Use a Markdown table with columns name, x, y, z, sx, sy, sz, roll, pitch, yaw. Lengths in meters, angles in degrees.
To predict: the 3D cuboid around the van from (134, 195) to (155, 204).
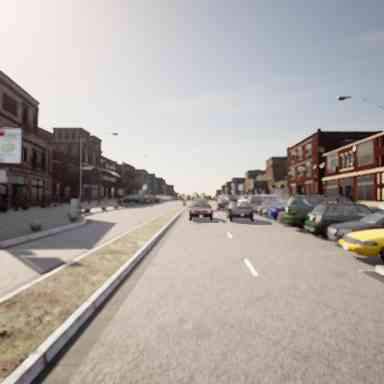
| name | x | y | z | sx | sy | sz | roll | pitch | yaw |
| --- | --- | --- | --- | --- | --- | --- | --- | --- | --- |
| van | -11.027 | 1.703 | 77.633 | 4.442 | 1.987 | 1.878 | 0 | -1 | 2 |

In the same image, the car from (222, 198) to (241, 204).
| name | x | y | z | sx | sy | sz | roll | pitch | yaw |
| --- | --- | --- | --- | --- | --- | --- | --- | --- | --- |
| car | 9.739 | 2.140 | 82.502 | 4.674 | 1.452 | 2.002 | 0 | 0 | 1 |

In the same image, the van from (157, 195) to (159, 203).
| name | x | y | z | sx | sy | sz | roll | pitch | yaw |
| --- | --- | --- | --- | --- | --- | --- | --- | --- | --- |
| van | -10.949 | 1.727 | 80.286 | 4.442 | 1.987 | 1.878 | 0 | 0 | 2 |

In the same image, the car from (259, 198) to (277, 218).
| name | x | y | z | sx | sy | sz | roll | pitch | yaw |
| --- | --- | --- | --- | --- | --- | --- | --- | --- | --- |
| car | 8.331 | 1.485 | 27.376 | 4.892 | 1.521 | 2.231 | 0 | 0 | 1 |

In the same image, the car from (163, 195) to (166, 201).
| name | x | y | z | sx | sy | sz | roll | pitch | yaw |
| --- | --- | --- | --- | --- | --- | --- | --- | --- | --- |
| car | -10.520 | 2.039 | 91.394 | 5.008 | 1.535 | 2.097 | 0 | 0 | 2 |

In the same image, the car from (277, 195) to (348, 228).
| name | x | y | z | sx | sy | sz | roll | pitch | yaw |
| --- | --- | --- | --- | --- | --- | --- | --- | --- | --- |
| car | 8.142 | 1.212 | 19.110 | 5.566 | 2.045 | 2.435 | 0 | 0 | 1 |

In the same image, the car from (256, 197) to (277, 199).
| name | x | y | z | sx | sy | sz | roll | pitch | yaw |
| --- | --- | --- | --- | --- | --- | --- | --- | --- | --- |
| car | 8.402 | 1.500 | 30.132 | 4.892 | 1.521 | 2.231 | 0 | 0 | 1 |

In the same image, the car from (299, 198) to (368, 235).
| name | x | y | z | sx | sy | sz | roll | pitch | yaw |
| --- | --- | --- | --- | --- | --- | --- | --- | --- | --- |
| car | 8.010 | 1.337 | 16.357 | 4.553 | 1.767 | 2.185 | 0 | 0 | 1 |

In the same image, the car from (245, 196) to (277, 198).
| name | x | y | z | sx | sy | sz | roll | pitch | yaw |
| --- | --- | --- | --- | --- | --- | --- | --- | --- | --- |
| car | 8.543 | 1.538 | 35.641 | 5.008 | 1.535 | 2.097 | 0 | -1 | 1 |

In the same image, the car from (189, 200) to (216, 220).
| name | x | y | z | sx | sy | sz | roll | pitch | yaw |
| --- | --- | --- | --- | --- | --- | --- | --- | --- | --- |
| car | 0.754 | 1.561 | 27.437 | 1.895 | 1.301 | 4.718 | 0 | 0 | 2 |

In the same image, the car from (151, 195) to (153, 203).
| name | x | y | z | sx | sy | sz | roll | pitch | yaw |
| --- | --- | --- | --- | --- | --- | --- | --- | --- | --- |
| car | -11.130 | 1.872 | 69.294 | 4.792 | 1.488 | 2.163 | 0 | -1 | 2 |

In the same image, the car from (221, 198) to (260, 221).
| name | x | y | z | sx | sy | sz | roll | pitch | yaw |
| --- | --- | --- | --- | --- | --- | --- | --- | --- | --- |
| car | 3.726 | 1.466 | 26.490 | 2.128 | 1.511 | 4.902 | 0 | 0 | 2 |

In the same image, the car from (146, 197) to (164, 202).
| name | x | y | z | sx | sy | sz | roll | pitch | yaw |
| --- | --- | --- | --- | --- | --- | --- | --- | --- | --- |
| car | -10.478 | 2.086 | 94.173 | 4.792 | 1.488 | 2.163 | 0 | 0 | 2 |

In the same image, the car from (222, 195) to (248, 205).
| name | x | y | z | sx | sy | sz | roll | pitch | yaw |
| --- | --- | --- | --- | --- | --- | --- | --- | --- | --- |
| car | 9.502 | 1.771 | 74.233 | 5.566 | 2.045 | 2.435 | 0 | -1 | 1 |

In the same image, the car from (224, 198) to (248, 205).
| name | x | y | z | sx | sy | sz | roll | pitch | yaw |
| --- | --- | --- | --- | --- | --- | --- | --- | --- | --- |
| car | 9.429 | 2.023 | 71.474 | 4.792 | 1.488 | 2.163 | 0 | -1 | 1 |

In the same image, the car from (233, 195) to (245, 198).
| name | x | y | z | sx | sy | sz | roll | pitch | yaw |
| --- | --- | --- | --- | --- | --- | --- | --- | --- | --- |
| car | 8.723 | 1.373 | 43.913 | 5.566 | 2.045 | 2.435 | 0 | -1 | 1 |

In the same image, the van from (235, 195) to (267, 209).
| name | x | y | z | sx | sy | sz | roll | pitch | yaw |
| --- | --- | --- | --- | --- | --- | --- | --- | --- | --- |
| van | 8.776 | 1.474 | 49.424 | 4.442 | 1.987 | 1.878 | 0 | -1 | 1 |

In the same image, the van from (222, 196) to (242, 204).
| name | x | y | z | sx | sy | sz | roll | pitch | yaw |
| --- | --- | --- | --- | --- | --- | --- | --- | --- | --- |
| van | 9.555 | 1.849 | 79.750 | 4.442 | 1.987 | 1.878 | 0 | -1 | 1 |

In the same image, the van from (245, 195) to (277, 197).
| name | x | y | z | sx | sy | sz | roll | pitch | yaw |
| --- | --- | --- | --- | --- | --- | --- | --- | --- | --- |
| van | 8.722 | 1.337 | 38.275 | 4.442 | 1.987 | 1.878 | 0 | -1 | 2 |

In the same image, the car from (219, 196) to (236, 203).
| name | x | y | z | sx | sy | sz | roll | pitch | yaw |
| --- | --- | --- | --- | --- | --- | --- | --- | --- | --- |
| car | 9.995 | 2.057 | 93.533 | 4.553 | 1.767 | 2.185 | 0 | 0 | 1 |

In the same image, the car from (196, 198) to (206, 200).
| name | x | y | z | sx | sy | sz | roll | pitch | yaw |
| --- | --- | --- | --- | --- | --- | --- | --- | --- | --- |
| car | 1.176 | 1.560 | 43.486 | 1.837 | 1.490 | 4.892 | 1 | 1 | 3 |

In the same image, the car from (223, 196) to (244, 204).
| name | x | y | z | sx | sy | sz | roll | pitch | yaw |
| --- | --- | --- | --- | --- | --- | --- | --- | --- | --- |
| car | 9.632 | 1.925 | 76.988 | 4.553 | 1.767 | 2.185 | 0 | -1 | 1 |

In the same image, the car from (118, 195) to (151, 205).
| name | x | y | z | sx | sy | sz | roll | pitch | yaw |
| --- | --- | --- | --- | --- | --- | --- | --- | --- | --- |
| car | -11.358 | 1.521 | 63.619 | 5.566 | 2.045 | 2.435 | 0 | -1 | 2 |

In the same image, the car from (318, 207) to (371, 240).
| name | x | y | z | sx | sy | sz | roll | pitch | yaw |
| --- | --- | --- | --- | --- | --- | --- | --- | --- | --- |
| car | 7.973 | 1.507 | 13.602 | 4.674 | 1.452 | 2.002 | 0 | 0 | 1 |

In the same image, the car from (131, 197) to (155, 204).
| name | x | y | z | sx | sy | sz | roll | pitch | yaw |
| --- | --- | --- | --- | --- | --- | --- | --- | --- | --- |
| car | -10.984 | 1.903 | 74.846 | 4.892 | 1.521 | 2.231 | 0 | 0 | 2 |

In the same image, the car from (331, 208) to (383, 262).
| name | x | y | z | sx | sy | sz | roll | pitch | yaw |
| --- | --- | --- | --- | --- | --- | --- | --- | --- | --- |
| car | 7.713 | 1.470 | 10.850 | 5.366 | 1.575 | 1.946 | 0 | 0 | 1 |

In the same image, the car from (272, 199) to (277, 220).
| name | x | y | z | sx | sy | sz | roll | pitch | yaw |
| --- | --- | --- | --- | --- | --- | --- | --- | --- | --- |
| car | 8.188 | 1.466 | 21.866 | 5.008 | 1.535 | 2.097 | 0 | 0 | 1 |

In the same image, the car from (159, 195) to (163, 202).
| name | x | y | z | sx | sy | sz | roll | pitch | yaw |
| --- | --- | --- | --- | --- | --- | --- | --- | --- | --- |
| car | -10.721 | 1.727 | 83.180 | 5.566 | 2.045 | 2.435 | 0 | 0 | 2 |

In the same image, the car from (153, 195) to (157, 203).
| name | x | y | z | sx | sy | sz | roll | pitch | yaw |
| --- | --- | --- | --- | --- | --- | --- | --- | --- | --- |
| car | -11.105 | 1.620 | 71.951 | 5.566 | 2.045 | 2.435 | 0 | -1 | 2 |

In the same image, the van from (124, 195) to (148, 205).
| name | x | y | z | sx | sy | sz | roll | pitch | yaw |
| --- | --- | --- | --- | --- | --- | --- | --- | --- | --- |
| van | -11.127 | 1.582 | 66.390 | 4.442 | 1.987 | 1.878 | 0 | -1 | 2 |

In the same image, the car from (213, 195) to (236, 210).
| name | x | y | z | sx | sy | sz | roll | pitch | yaw |
| --- | --- | --- | --- | --- | --- | --- | --- | --- | --- |
| car | 4.170 | 1.581 | 43.412 | 1.837 | 1.490 | 4.892 | 0 | 1 | 1 |
